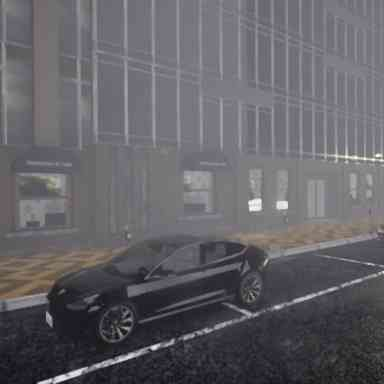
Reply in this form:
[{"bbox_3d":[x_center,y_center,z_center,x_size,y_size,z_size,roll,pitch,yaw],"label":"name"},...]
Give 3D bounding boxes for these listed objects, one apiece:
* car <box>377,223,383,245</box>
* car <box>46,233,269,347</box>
[{"bbox_3d":[8.863,1.317,12.908,4.403,1.369,2.008,-1,1,-36],"label":"car"},{"bbox_3d":[-0.386,1.514,6.284,4.313,1.339,1.947,-1,1,-36],"label":"car"}]
